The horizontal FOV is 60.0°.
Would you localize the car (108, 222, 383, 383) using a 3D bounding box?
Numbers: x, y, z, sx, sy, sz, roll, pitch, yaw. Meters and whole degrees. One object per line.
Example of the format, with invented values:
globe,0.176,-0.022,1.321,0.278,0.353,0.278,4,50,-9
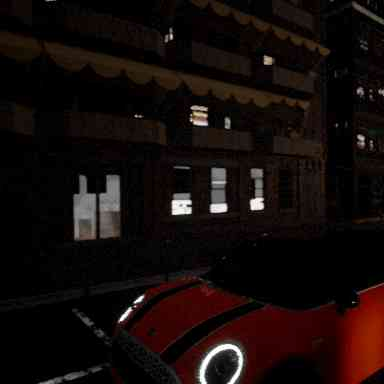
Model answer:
car,1.294,1.349,4.288,4.553,1.767,2.097,0,0,-35
